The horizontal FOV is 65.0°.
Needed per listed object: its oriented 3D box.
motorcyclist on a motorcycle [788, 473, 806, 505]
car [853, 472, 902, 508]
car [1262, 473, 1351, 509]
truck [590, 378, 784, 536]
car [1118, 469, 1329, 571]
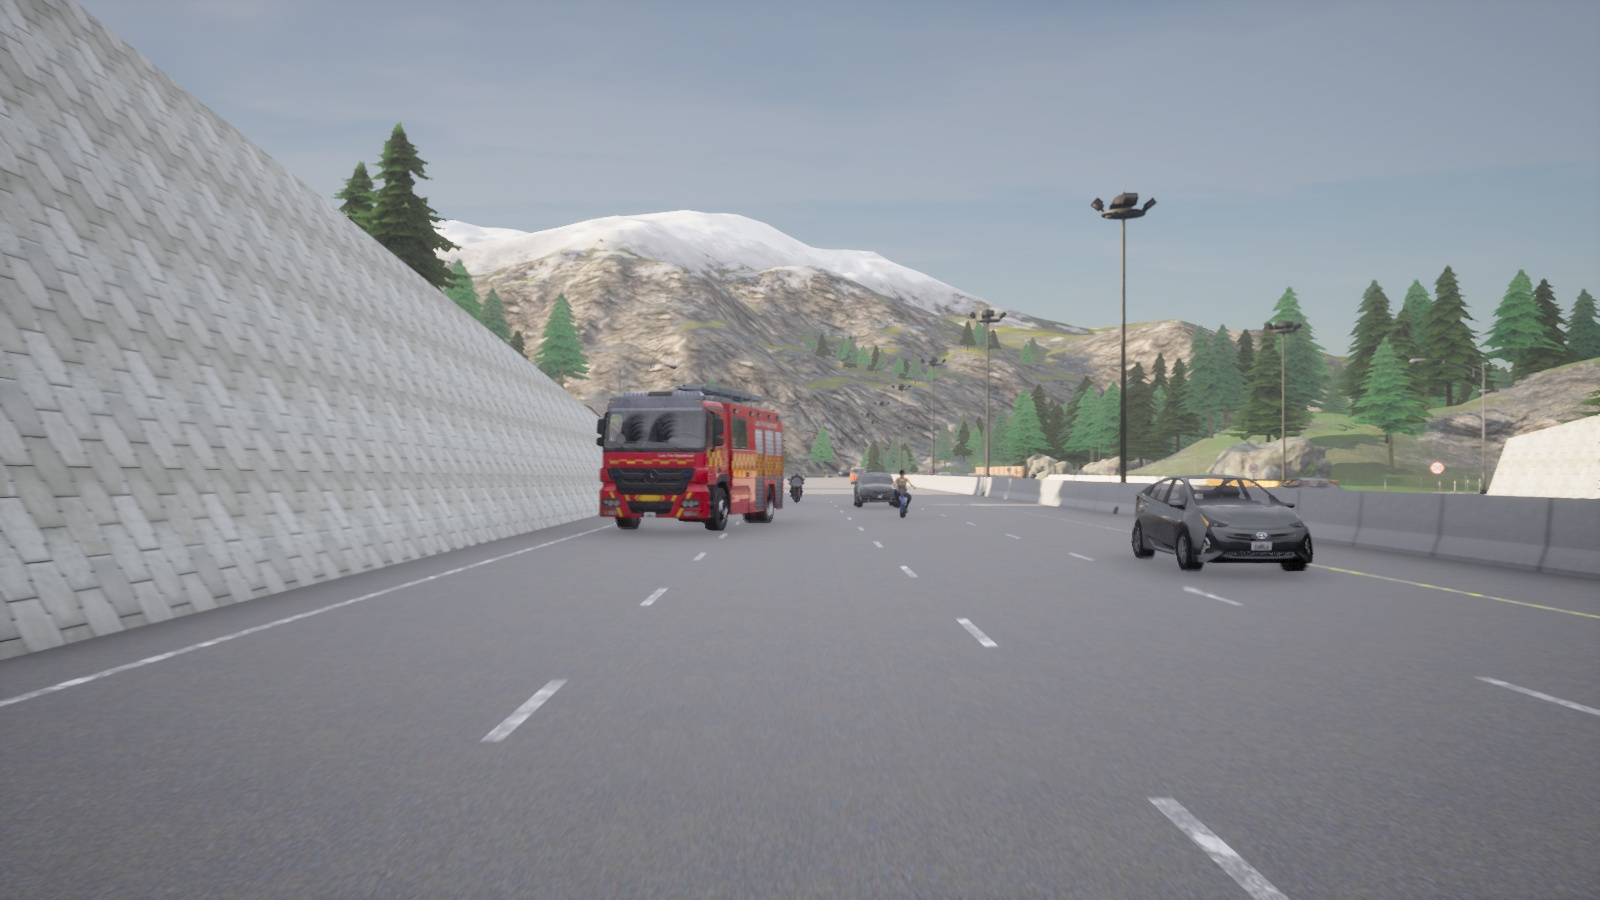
[{"bbox_3d":[-0.149,1.877,61.491,0.866,1.530,2.191,0,-1,0],"label":"motorcyclist on a motorcycle"},{"bbox_3d":[3.366,1.732,55.451,1.837,1.490,4.892,0,-1,0],"label":"car"},{"bbox_3d":[20.874,1.663,51.954,1.994,1.385,4.181,0,-1,0],"label":"car"},{"bbox_3d":[-2.859,0.245,34.962,2.891,3.827,8.468,0,-1,13],"label":"truck"},{"bbox_3d":[6.948,1.087,21.159,2.007,1.525,4.514,0,-1,0],"label":"car"}]
